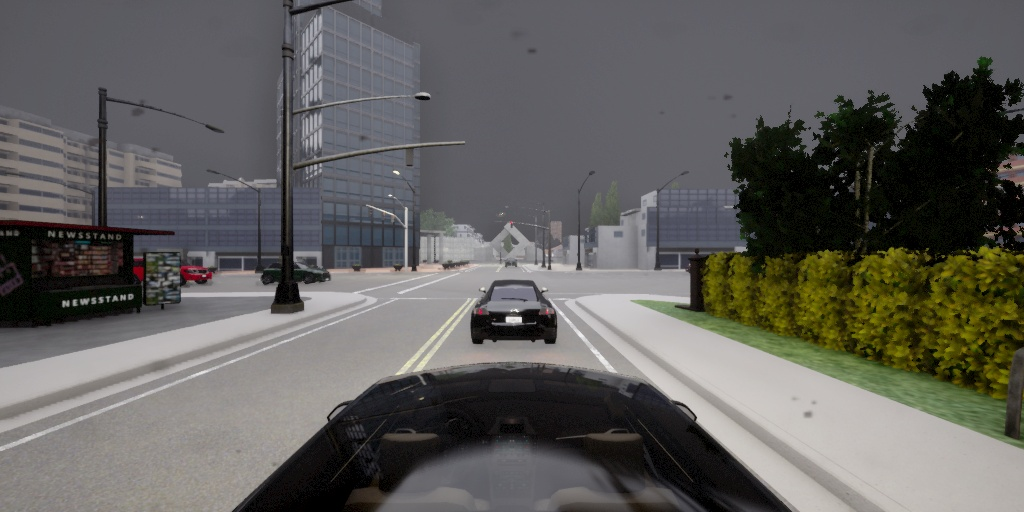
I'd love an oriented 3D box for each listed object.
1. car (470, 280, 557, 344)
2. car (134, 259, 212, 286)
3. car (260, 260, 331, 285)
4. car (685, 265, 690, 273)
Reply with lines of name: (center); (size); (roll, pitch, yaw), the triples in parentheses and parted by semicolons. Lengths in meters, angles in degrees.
car: (0.045, 1.314, 9.583); (1.994, 1.385, 4.181); (0, 0, 0)
car: (-26.012, 1.190, 27.051); (5.566, 2.045, 2.150); (-1, 0, -1)
car: (-16.257, 1.206, 27.172); (4.553, 1.767, 2.097); (-1, 0, -1)
car: (21.199, 1.177, 38.330); (5.008, 1.535, 1.882); (0, 0, -1)
